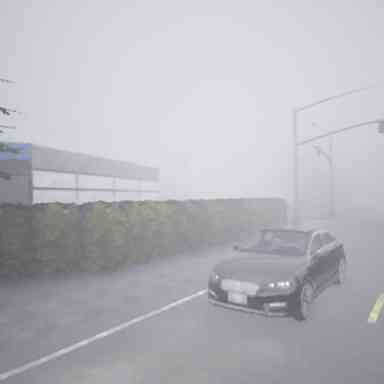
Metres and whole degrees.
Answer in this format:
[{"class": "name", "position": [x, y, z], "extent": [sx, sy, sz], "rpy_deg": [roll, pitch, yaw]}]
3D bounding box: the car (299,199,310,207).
[{"class": "car", "position": [20.653, 2.055, 62.070], "extent": [1.970, 1.475, 3.806], "rpy_deg": [-1, -1, 36]}]

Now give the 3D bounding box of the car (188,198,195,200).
[{"class": "car", "position": [-0.281, 2.374, 86.415], "extent": [2.152, 1.636, 5.027], "rpy_deg": [-1, -1, 36]}]

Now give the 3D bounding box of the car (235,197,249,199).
[{"class": "car", "position": [12.591, 2.064, 77.422], "extent": [1.932, 1.855, 4.605], "rpy_deg": [-1, -1, 36]}]

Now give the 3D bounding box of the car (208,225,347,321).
[{"class": "car", "position": [2.221, 1.584, 7.728], "extent": [2.128, 1.511, 4.902], "rpy_deg": [-1, -1, 36]}]

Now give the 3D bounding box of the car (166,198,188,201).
[{"class": "car", "position": [-3.536, 2.269, 66.324], "extent": [2.007, 1.523, 4.514], "rpy_deg": [-1, -1, 36]}]

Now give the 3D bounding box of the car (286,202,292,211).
[{"class": "car", "position": [11.998, 1.862, 45.323], "extent": [2.007, 1.523, 4.514], "rpy_deg": [-1, -1, 36]}]

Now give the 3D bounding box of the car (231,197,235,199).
[{"class": "car", "position": [10.009, 2.088, 78.817], "extent": [1.905, 1.878, 3.866], "rpy_deg": [-1, -1, 36]}]

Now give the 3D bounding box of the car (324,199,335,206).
[{"class": "car", "position": [27.459, 2.036, 66.269], "extent": [1.845, 1.501, 3.633], "rpy_deg": [-1, -1, 36]}]

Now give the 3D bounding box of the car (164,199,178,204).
[{"class": "car", "position": [-5.634, 2.555, 89.966], "extent": [1.970, 1.475, 3.806], "rpy_deg": [-1, -1, 36]}]
